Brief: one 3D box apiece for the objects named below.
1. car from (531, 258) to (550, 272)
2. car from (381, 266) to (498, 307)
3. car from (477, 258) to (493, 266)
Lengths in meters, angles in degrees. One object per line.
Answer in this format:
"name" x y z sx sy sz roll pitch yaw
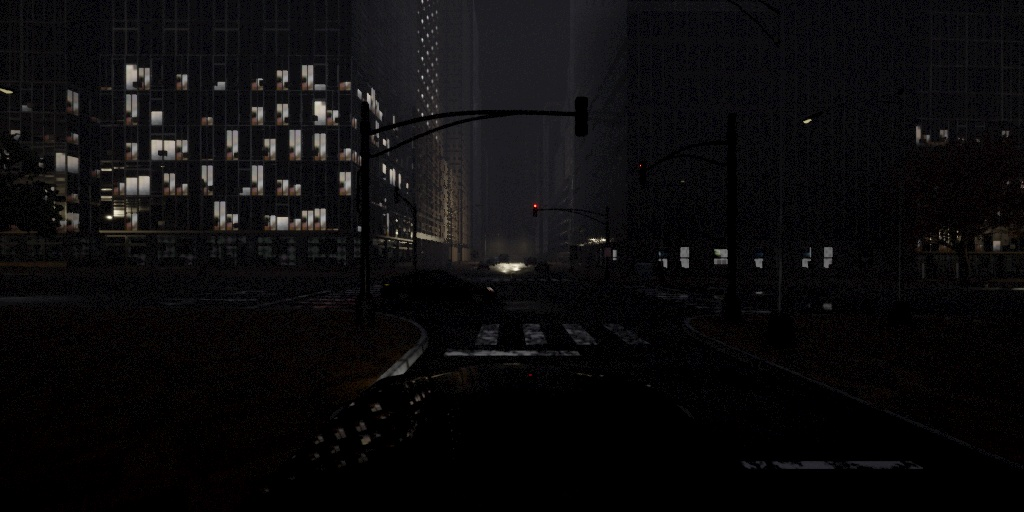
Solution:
"car" 3.878 1.329 46.557 1.948 1.339 4.313 0 0 0
"car" -2.907 1.253 14.663 4.674 1.442 1.812 1 0 -3
"car" -4.081 1.342 52.040 1.802 1.307 4.207 0 0 0
